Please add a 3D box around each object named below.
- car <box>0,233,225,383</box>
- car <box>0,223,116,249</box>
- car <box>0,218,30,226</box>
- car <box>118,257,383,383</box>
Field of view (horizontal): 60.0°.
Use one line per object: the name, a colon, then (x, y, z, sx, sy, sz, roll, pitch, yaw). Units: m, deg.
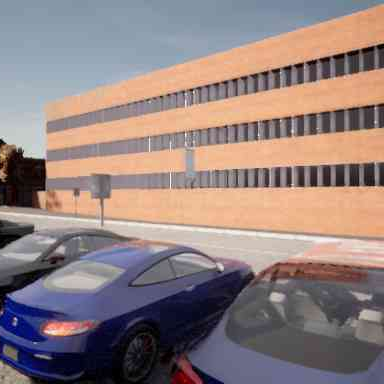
car: (-0.581, 1.516, 5.403, 2.002, 1.452, 4.674, 0, 0, 35)
car: (-2.879, 1.513, 7.048, 2.002, 1.452, 4.674, 0, 0, 35)
car: (-7.478, 1.464, 10.331, 2.097, 1.535, 5.008, 0, 0, 35)
car: (1.738, 1.509, 3.789, 2.163, 1.488, 4.792, 0, 0, 35)
